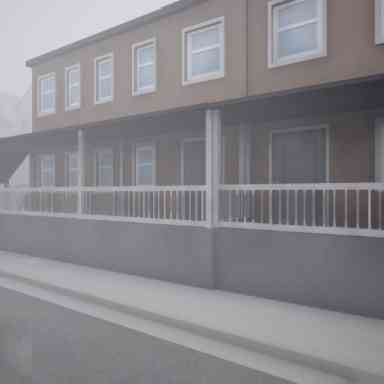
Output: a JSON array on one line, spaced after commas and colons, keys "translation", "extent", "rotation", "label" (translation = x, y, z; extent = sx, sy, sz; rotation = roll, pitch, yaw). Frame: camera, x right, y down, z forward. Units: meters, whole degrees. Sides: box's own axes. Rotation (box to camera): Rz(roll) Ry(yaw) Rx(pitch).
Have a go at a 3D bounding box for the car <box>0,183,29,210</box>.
[{"translation": [-15.188, 0.727, 27.240], "extent": [2.150, 2.045, 5.566], "rotation": [0, 14, 34], "label": "car"}]
